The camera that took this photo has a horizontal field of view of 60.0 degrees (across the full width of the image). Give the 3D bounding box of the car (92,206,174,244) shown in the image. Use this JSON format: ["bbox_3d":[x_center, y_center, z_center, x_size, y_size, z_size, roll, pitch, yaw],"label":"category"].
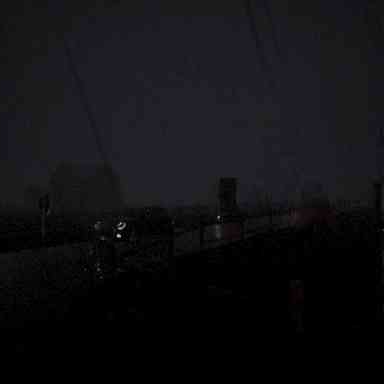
[{"bbox_3d":[-2.884,1.551,17.092,2.097,1.767,4.553,-1,-1,32],"label":"car"}]

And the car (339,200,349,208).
[{"bbox_3d":[23.868,1.886,52.878,1.895,1.301,4.718,-1,-1,33],"label":"car"}]

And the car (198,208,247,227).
[{"bbox_3d":[2.402,1.836,25.285,1.895,1.301,4.718,-1,-1,33],"label":"car"}]

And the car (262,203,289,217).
[{"bbox_3d":[9.039,1.842,35.453,1.994,1.385,4.181,-1,-1,34],"label":"car"}]

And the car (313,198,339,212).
[{"bbox_3d":[16.777,1.600,41.984,2.097,1.767,4.553,-1,-1,32],"label":"car"}]
